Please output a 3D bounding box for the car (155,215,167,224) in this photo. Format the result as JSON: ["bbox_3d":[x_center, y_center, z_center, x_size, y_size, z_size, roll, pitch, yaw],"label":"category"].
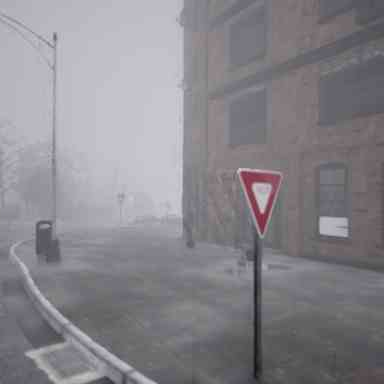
[{"bbox_3d":[-2.690,3.686,44.410,1.895,1.301,4.718,0,-4,20],"label":"car"}]

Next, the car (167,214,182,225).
[{"bbox_3d":[-0.868,3.366,40.260,2.002,1.452,4.674,2,-4,20],"label":"car"}]

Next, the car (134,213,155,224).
[{"bbox_3d":[-6.052,3.583,44.614,1.994,1.385,4.181,0,-4,19],"label":"car"}]
